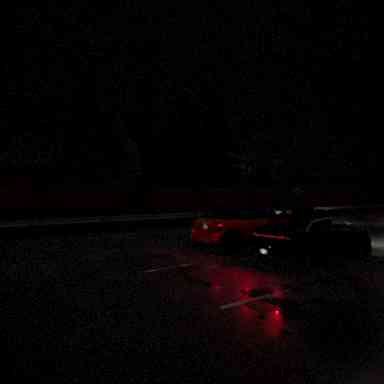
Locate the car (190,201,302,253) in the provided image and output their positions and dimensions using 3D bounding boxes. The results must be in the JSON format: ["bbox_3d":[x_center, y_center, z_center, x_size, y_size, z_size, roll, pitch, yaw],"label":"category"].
[{"bbox_3d":[2.226,1.351,13.998,4.553,1.767,2.097,0,0,-36],"label":"car"}]

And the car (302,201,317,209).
[{"bbox_3d":[7.002,1.353,21.783,4.553,1.767,2.097,0,0,-36],"label":"car"}]

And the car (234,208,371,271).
[{"bbox_3d":[4.007,1.490,10.965,4.902,1.511,2.128,0,0,-36],"label":"car"}]
